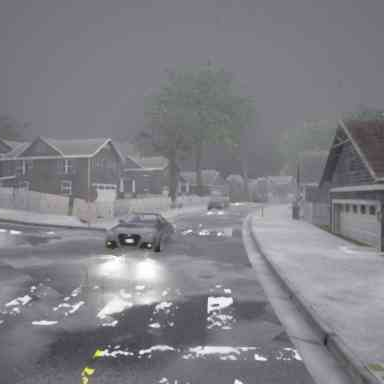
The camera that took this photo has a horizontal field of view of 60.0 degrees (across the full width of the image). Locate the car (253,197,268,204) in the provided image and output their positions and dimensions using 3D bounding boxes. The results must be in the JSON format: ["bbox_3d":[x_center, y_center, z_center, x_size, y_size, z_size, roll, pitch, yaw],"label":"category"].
[{"bbox_3d":[13.226,1.645,64.360,1.895,1.301,4.718,0,-1,27],"label":"car"}]

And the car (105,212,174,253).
[{"bbox_3d":[-1.934,1.533,13.353,1.994,1.385,4.181,2,-1,6],"label":"car"}]

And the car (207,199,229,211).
[{"bbox_3d":[3.205,1.481,39.571,2.033,1.411,5.357,0,0,17],"label":"car"}]
